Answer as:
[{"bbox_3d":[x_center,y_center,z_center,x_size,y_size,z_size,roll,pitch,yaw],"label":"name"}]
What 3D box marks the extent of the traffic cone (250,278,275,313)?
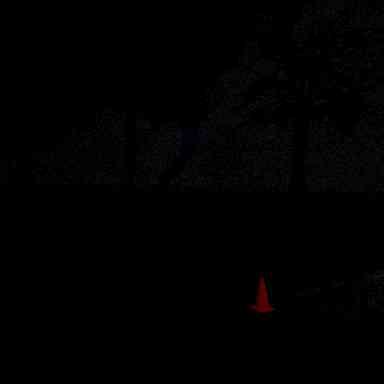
[{"bbox_3d":[1.346,1.937,6.356,0.340,0.580,0.340,0,0,-32],"label":"traffic cone"}]
